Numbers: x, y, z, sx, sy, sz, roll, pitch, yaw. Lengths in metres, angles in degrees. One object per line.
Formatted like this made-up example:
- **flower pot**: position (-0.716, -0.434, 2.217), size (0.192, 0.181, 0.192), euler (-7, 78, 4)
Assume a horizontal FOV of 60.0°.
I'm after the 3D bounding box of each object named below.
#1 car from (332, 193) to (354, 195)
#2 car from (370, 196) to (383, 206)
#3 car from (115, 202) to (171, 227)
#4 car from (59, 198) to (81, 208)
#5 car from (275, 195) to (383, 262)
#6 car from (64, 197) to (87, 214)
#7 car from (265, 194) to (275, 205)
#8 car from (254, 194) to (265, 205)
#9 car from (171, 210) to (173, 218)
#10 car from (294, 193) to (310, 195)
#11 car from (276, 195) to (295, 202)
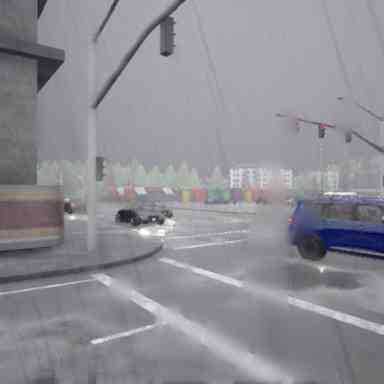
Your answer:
- **car**: position (35.828, 1.221, 78.820), size (3.866, 1.878, 1.905), euler (0, 0, -35)
- **car**: position (31.425, 1.445, 54.932), size (3.806, 1.475, 1.970), euler (0, 0, -35)
- **car**: position (-3.539, 1.517, 22.287), size (1.994, 1.385, 4.181), euler (0, 0, -36)
- **car**: position (-17.562, 1.557, 47.791), size (1.895, 1.301, 4.718), euler (0, 0, -35)
- **car**: position (5.512, 1.204, 10.061), size (2.150, 2.045, 5.566), euler (0, 0, -36)
- **car**: position (-11.911, 1.305, 34.063), size (2.097, 1.767, 4.553), euler (0, 0, -36)
- **car**: position (14.097, 1.401, 53.243), size (3.905, 1.438, 1.784), euler (0, 0, -35)
- **car**: position (12.502, 1.190, 55.401), size (4.605, 1.855, 1.932), euler (0, 0, -35)
- **car**: position (-3.332, 1.520, 27.984), size (1.994, 1.385, 4.181), euler (0, 0, -36)
- **car**: position (21.561, 1.203, 68.652), size (4.605, 1.855, 1.932), euler (0, 0, -35)
- **car**: position (19.935, 1.414, 71.050), size (3.905, 1.438, 1.784), euler (0, 0, -35)
